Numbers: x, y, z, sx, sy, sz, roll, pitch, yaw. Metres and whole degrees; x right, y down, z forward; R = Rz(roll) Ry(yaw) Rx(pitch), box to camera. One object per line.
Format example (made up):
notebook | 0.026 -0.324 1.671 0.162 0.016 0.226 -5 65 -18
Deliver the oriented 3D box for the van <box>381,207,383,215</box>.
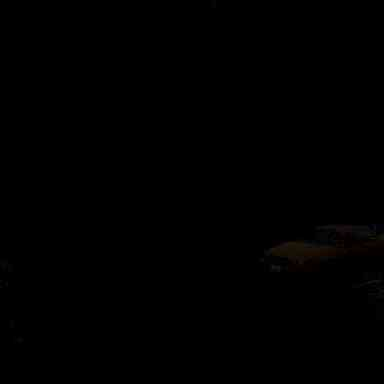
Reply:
van | 8.663 1.348 12.737 3.998 1.788 1.690 0 -1 -36

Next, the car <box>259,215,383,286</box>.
car | 3.981 1.530 9.390 4.829 1.417 1.752 0 -1 -36
